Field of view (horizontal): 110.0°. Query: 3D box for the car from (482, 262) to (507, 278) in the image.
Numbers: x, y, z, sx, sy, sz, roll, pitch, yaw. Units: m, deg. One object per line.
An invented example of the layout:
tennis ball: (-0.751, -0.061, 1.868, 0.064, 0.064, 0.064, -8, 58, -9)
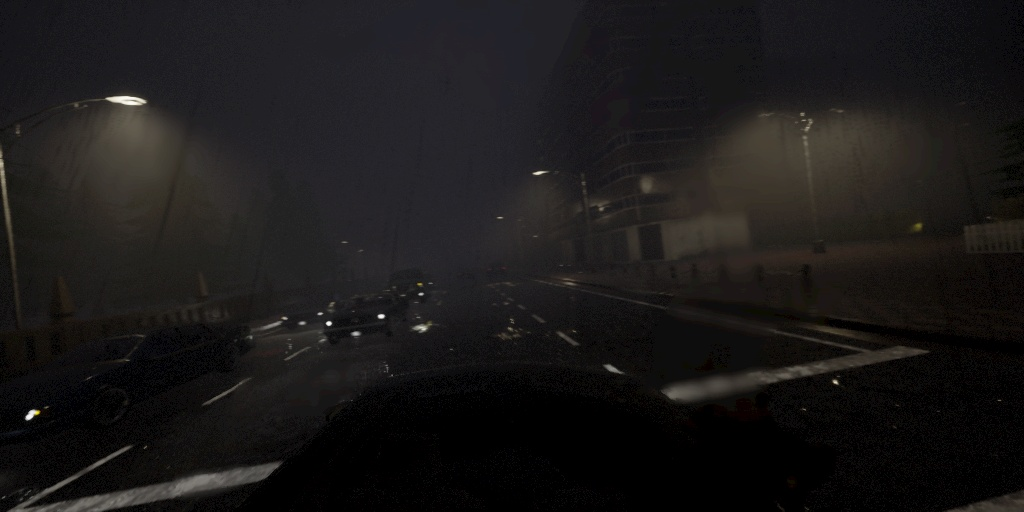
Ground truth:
car: (-1.952, 1.504, 41.611, 2.097, 1.767, 4.553, -7, 0, -8)

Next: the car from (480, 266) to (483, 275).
car: (-3.538, 1.740, 52.173, 2.097, 1.767, 4.553, -7, 0, -8)

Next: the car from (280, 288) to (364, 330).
car: (-9.059, 2.438, 17.379, 2.033, 1.411, 5.357, -7, 0, -8)

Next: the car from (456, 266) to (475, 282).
car: (-5.314, 2.027, 40.666, 1.882, 1.535, 5.008, -7, 0, -8)

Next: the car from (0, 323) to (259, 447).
car: (-7.641, 2.225, 7.413, 2.033, 1.411, 5.357, -7, 0, -6)

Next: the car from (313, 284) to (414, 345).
car: (-4.812, 1.965, 12.444, 1.895, 1.301, 4.718, -7, 0, -8)

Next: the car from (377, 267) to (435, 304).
car: (-6.226, 1.793, 21.739, 2.150, 2.045, 5.566, -7, 0, -9)

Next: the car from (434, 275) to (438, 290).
car: (-7.686, 2.297, 31.998, 1.837, 1.490, 4.892, -7, 0, -8)

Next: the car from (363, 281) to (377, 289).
car: (-10.579, 2.665, 27.732, 2.033, 1.411, 5.357, -7, 0, -8)
